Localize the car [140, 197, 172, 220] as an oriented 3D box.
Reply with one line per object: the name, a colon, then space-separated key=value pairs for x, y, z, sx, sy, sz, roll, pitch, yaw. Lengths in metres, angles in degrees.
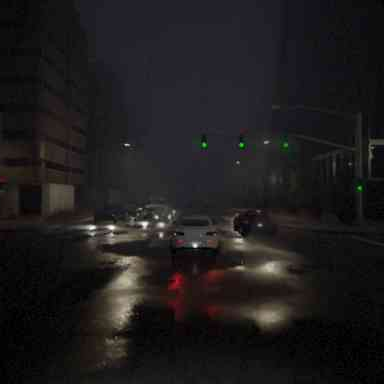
car: x=-3.542 y=1.646 z=33.587 sx=2.150 sy=2.045 sz=5.566 roll=0 pitch=-1 yaw=0

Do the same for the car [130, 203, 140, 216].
car: x=-7.034 y=2.033 z=38.866 sx=2.033 sy=1.411 sz=5.357 roll=0 pitch=-1 yaw=0

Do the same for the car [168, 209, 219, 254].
car: x=0.117 y=1.674 z=14.121 sx=1.812 sy=1.442 sz=4.674 roll=0 pitch=-1 yaw=0

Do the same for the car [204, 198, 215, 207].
car: x=3.593 y=2.200 z=69.950 sx=2.097 sy=1.767 sz=4.553 roll=0 pitch=-1 yaw=0

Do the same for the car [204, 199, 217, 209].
car: x=3.582 y=2.342 z=61.423 sx=1.994 sy=1.385 sz=4.181 roll=0 pitch=-1 yaw=0

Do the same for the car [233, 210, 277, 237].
car: x=3.625 y=1.775 z=19.705 sx=1.994 sy=1.385 sz=4.181 roll=0 pitch=-1 yaw=0

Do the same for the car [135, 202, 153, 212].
car: x=-6.969 y=2.173 z=48.820 sx=1.994 sy=1.385 sz=4.181 roll=0 pitch=-1 yaw=1

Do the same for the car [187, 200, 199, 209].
car: x=0.183 y=2.253 z=61.506 sx=1.882 sy=1.535 sz=5.008 roll=0 pitch=-1 yaw=0

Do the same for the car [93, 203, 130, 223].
car: x=-7.083 y=1.842 z=29.103 sx=1.882 sy=1.535 sz=5.008 roll=0 pitch=-1 yaw=1

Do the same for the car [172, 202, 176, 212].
car: x=-3.512 y=2.026 z=43.585 sx=1.882 sy=1.535 sz=5.008 roll=0 pitch=-1 yaw=0

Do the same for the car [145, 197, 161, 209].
car: x=-6.921 y=1.964 z=59.515 sx=2.150 sy=2.045 sz=5.566 roll=0 pitch=-1 yaw=0
